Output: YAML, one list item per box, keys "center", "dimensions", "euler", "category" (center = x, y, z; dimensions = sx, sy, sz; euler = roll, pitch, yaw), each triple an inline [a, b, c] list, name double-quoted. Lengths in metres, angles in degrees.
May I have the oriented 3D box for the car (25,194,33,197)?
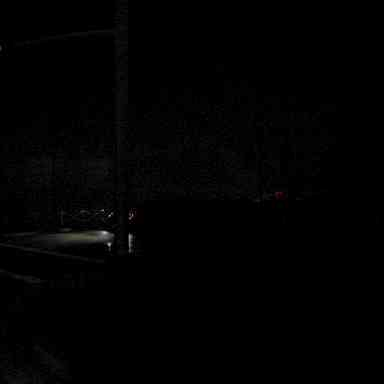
- center: [-34.339, 1.232, 71.204]
  dimensions: [1.970, 1.475, 3.806]
  euler: [0, 0, 35]
  category: "car"

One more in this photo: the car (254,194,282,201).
- center: [8.422, 1.221, 37.051]
  dimensions: [2.150, 2.045, 5.566]
  euler: [0, 0, 35]
  category: "car"

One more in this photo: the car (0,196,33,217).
- center: [-15.817, 1.339, 26.918]
  dimensions: [2.007, 1.523, 4.514]
  euler: [0, 0, 35]
  category: "car"

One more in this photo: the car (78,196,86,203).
- center: [-18.474, 1.077, 60.365]
  dimensions: [1.905, 1.878, 3.866]
  euler: [0, 0, 35]
  category: "car"

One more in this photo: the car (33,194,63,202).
- center: [-28.915, 1.153, 67.759]
  dimensions: [2.152, 1.636, 5.027]
  euler: [0, 0, 35]
  category: "car"

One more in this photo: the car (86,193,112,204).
- center: [-15.864, 1.097, 59.022]
  dimensions: [1.932, 1.855, 4.605]
  euler: [0, 0, 35]
  category: "car"

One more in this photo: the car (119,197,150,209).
- center: [-7.499, 1.384, 43.836]
  dimensions: [1.970, 1.475, 3.806]
  euler: [0, 0, 35]
  category: "car"

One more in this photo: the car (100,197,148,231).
- center: [-3.056, 1.352, 20.569]
  dimensions: [2.097, 1.767, 4.553]
  euler: [0, 0, 35]
  category: "car"

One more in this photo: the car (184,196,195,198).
- center: [-0.778, 1.374, 48.169]
  dimensions: [1.845, 1.501, 3.633]
  euler: [0, 0, 35]
  category: "car"

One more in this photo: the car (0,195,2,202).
- center: [-41.402, 1.298, 67.569]
  dimensions: [2.007, 1.523, 4.514]
  euler: [0, 0, 35]
  category: "car"
